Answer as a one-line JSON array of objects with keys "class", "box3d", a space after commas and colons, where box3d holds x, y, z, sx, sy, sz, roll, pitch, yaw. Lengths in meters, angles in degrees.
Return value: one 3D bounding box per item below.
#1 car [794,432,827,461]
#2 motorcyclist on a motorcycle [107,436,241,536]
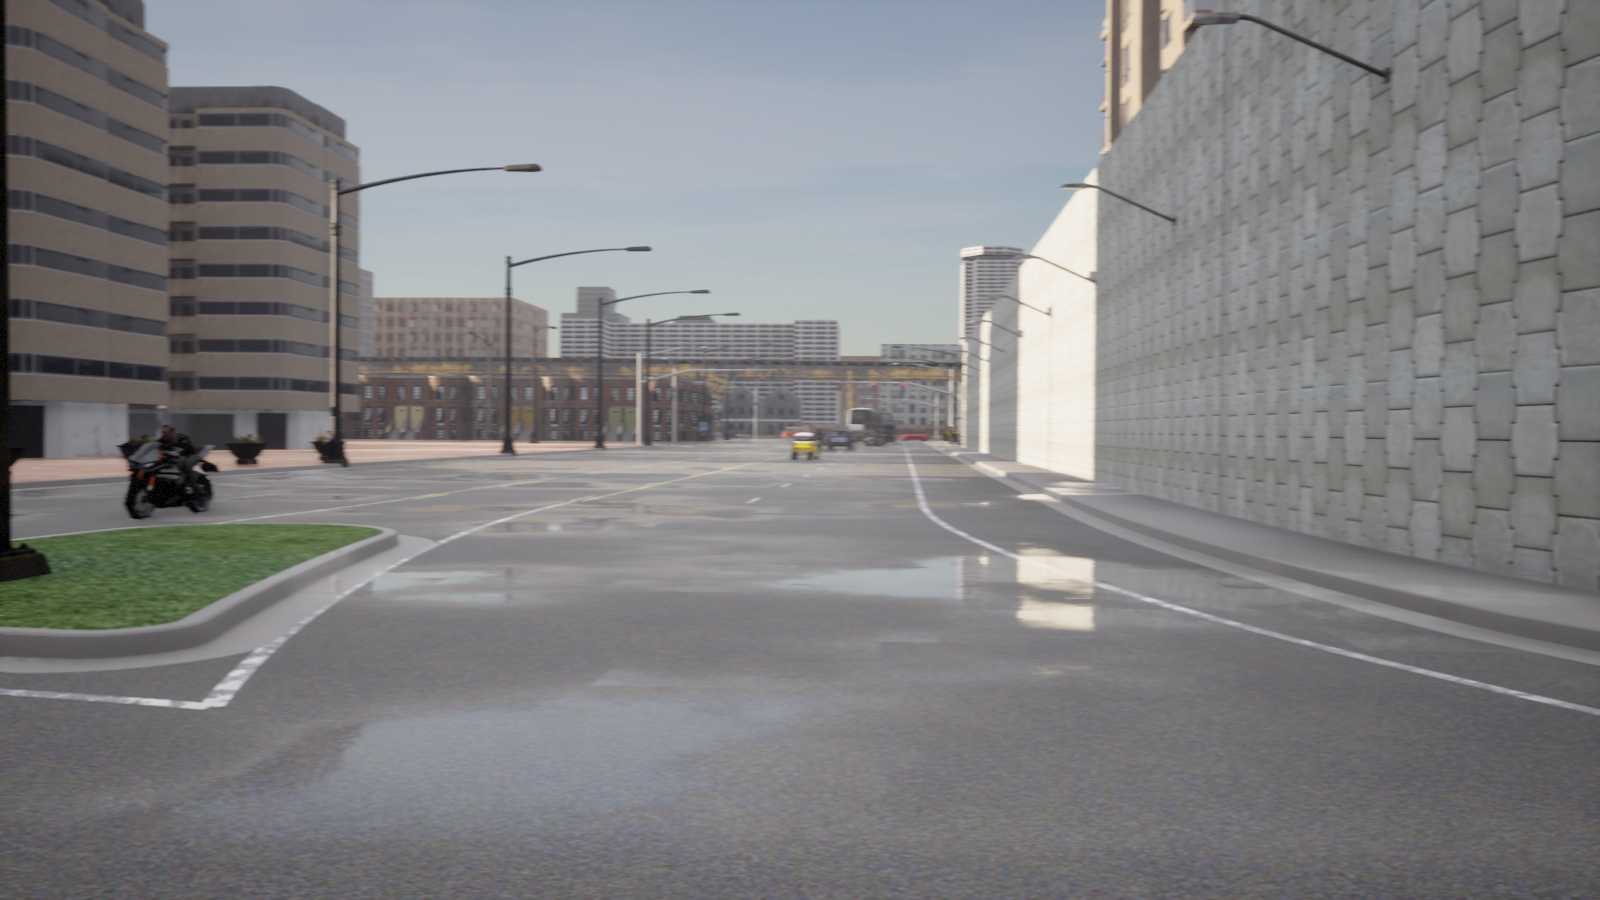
[{"class": "car", "box3d": [0.544, -0.198, 62.856, 1.481, 1.376, 2.207, -1, 1, 5]}, {"class": "motorcyclist on a motorcycle", "box3d": [-10.199, 0.550, 20.585, 0.866, 1.530, 2.191, -1, 1, 7]}]
